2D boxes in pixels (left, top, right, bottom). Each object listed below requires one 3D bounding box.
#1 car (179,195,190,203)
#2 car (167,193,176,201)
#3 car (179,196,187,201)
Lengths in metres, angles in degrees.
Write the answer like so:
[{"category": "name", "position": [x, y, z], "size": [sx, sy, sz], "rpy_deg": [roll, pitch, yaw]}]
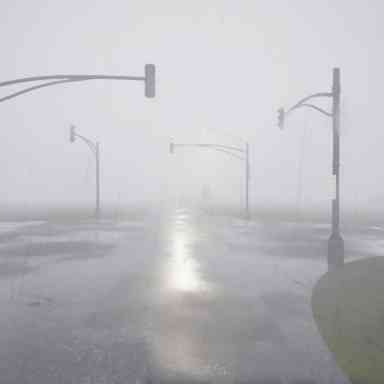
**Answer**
[{"category": "car", "position": [-1.586, 1.383, 69.824], "size": [2.097, 1.767, 4.553], "rpy_deg": [0, 0, -3]}, {"category": "car", "position": [-4.570, 1.013, 73.918], "size": [2.097, 1.767, 4.553], "rpy_deg": [0, 0, -3]}, {"category": "car", "position": [-2.183, 1.558, 79.898], "size": [1.895, 1.301, 4.718], "rpy_deg": [0, 0, -4]}]
